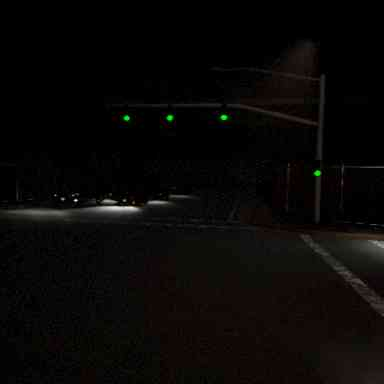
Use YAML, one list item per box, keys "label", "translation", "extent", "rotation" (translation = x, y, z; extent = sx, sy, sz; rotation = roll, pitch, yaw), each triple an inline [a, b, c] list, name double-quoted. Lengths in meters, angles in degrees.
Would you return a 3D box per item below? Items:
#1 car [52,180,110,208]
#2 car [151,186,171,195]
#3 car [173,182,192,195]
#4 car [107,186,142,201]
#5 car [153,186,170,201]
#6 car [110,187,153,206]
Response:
- label: "car"
  translation: [-9.018, 0.082, 27.092]
  extent: [2.150, 2.045, 5.566]
  rotation: [2, 2, 9]
- label: "car"
  translation: [-4.884, -0.324, 52.854]
  extent: [1.895, 1.301, 4.718]
  rotation: [2, 2, 9]
- label: "car"
  translation: [-1.405, -0.599, 52.382]
  extent: [2.150, 2.045, 5.566]
  rotation: [2, 2, 9]
- label: "car"
  translation: [-7.411, 0.099, 37.226]
  extent: [2.033, 1.411, 5.357]
  rotation: [2, 2, 9]
- label: "car"
  translation: [-3.814, 0.155, 37.547]
  extent: [1.812, 1.442, 4.674]
  rotation: [2, 2, 9]
- label: "car"
  translation: [-5.175, 0.453, 29.027]
  extent: [1.994, 1.385, 4.181]
  rotation: [2, 2, 9]
